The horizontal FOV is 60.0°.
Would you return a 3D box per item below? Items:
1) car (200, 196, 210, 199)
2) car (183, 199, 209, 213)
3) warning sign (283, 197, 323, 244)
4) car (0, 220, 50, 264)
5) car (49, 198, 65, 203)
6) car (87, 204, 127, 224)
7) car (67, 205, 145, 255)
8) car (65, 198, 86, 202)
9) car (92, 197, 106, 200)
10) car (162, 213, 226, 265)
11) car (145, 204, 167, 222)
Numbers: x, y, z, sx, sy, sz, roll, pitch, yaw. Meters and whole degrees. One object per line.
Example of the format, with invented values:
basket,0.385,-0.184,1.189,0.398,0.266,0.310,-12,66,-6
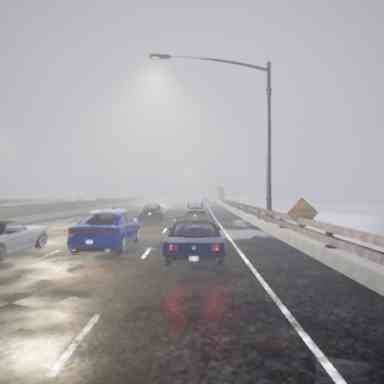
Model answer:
car,2.903,1.746,73.427,1.837,1.490,4.892,0,0,3
car,0.304,1.564,27.282,2.128,1.511,4.902,0,0,2
warning sign,4.610,1.149,13.896,1.300,1.860,1.060,-1,-1,1
car,-6.903,1.629,11.811,1.895,1.301,4.718,0,0,1
car,-23.456,1.751,58.618,1.994,1.385,4.181,0,0,3
car,-6.713,1.672,26.758,1.895,1.301,4.718,0,0,2
car,-3.370,1.510,13.542,1.882,1.535,5.008,0,0,1
car,-19.966,1.750,58.486,1.994,1.385,4.181,0,0,3
car,-16.437,1.665,59.064,1.882,1.535,5.008,0,0,3
car,0.097,1.629,11.759,1.895,1.301,4.718,0,0,1
car,-3.191,1.638,27.486,1.994,1.385,4.181,0,0,1
